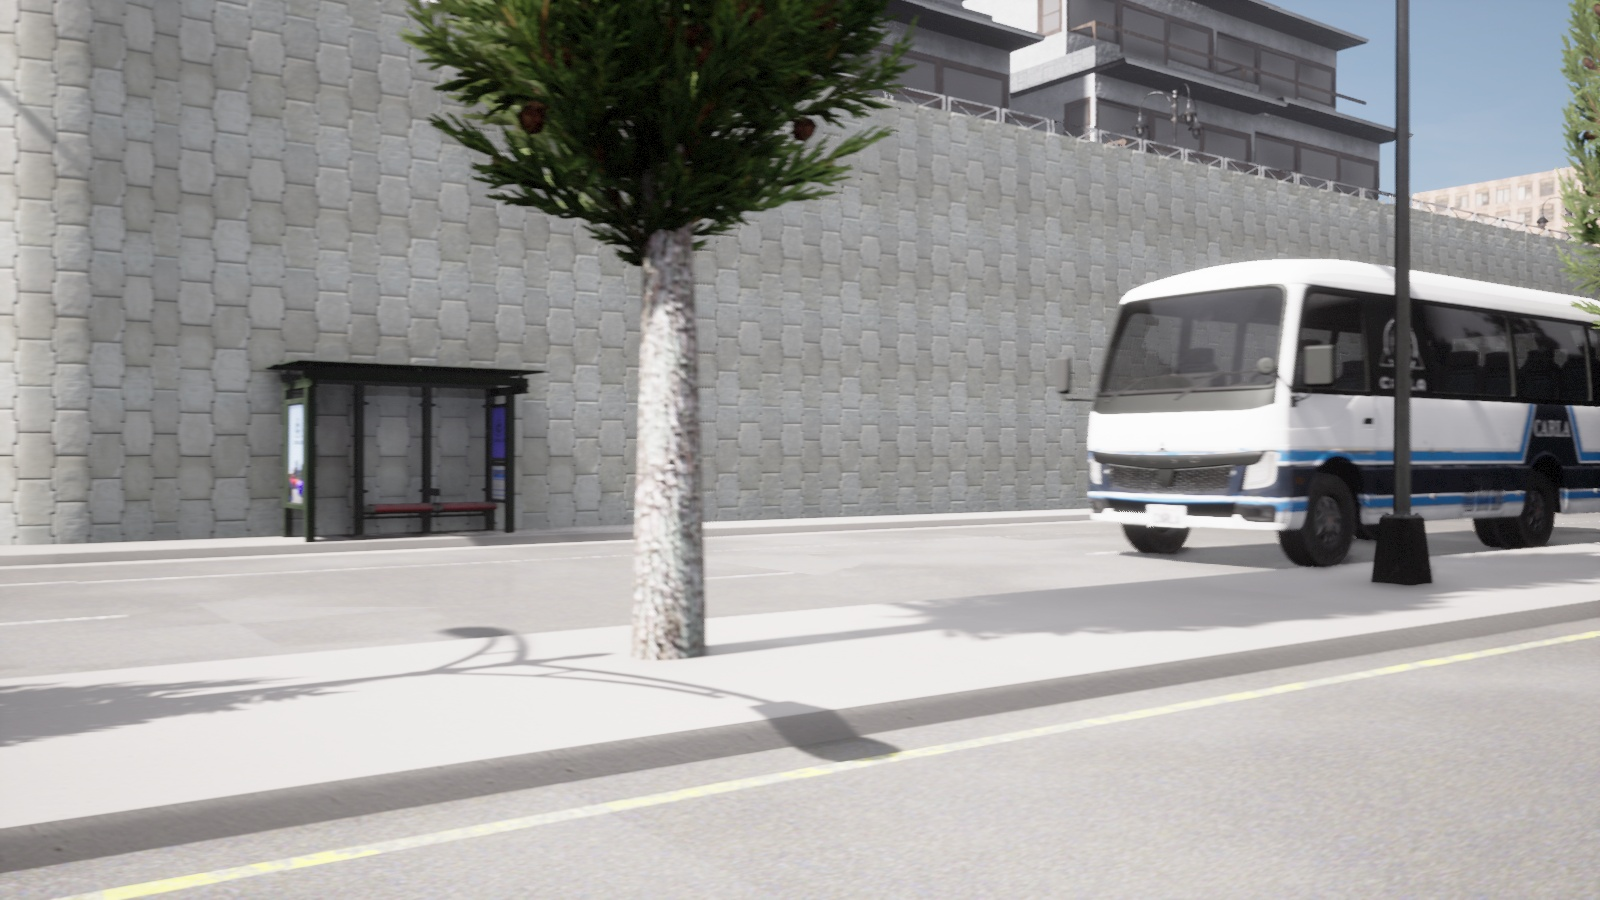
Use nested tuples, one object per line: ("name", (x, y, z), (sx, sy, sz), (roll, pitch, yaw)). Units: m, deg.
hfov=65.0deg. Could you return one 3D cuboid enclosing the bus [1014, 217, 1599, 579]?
("bus", (8.420, -0.602, 19.289), (10.273, 4.253, 3.944), (0, 0, -35))
